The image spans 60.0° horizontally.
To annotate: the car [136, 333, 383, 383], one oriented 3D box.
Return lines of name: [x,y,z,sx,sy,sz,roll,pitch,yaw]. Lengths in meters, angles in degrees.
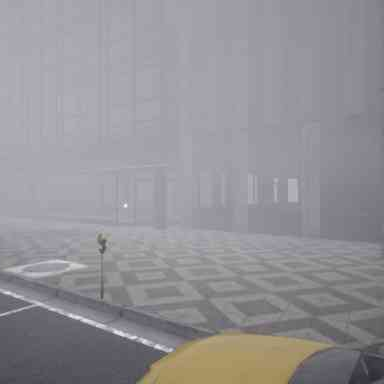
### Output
car: [1.637,1.525,1.915,4.829,1.417,1.752,0,0,36]
